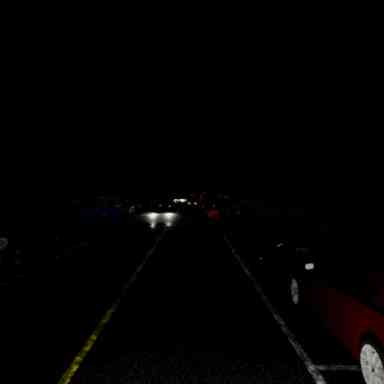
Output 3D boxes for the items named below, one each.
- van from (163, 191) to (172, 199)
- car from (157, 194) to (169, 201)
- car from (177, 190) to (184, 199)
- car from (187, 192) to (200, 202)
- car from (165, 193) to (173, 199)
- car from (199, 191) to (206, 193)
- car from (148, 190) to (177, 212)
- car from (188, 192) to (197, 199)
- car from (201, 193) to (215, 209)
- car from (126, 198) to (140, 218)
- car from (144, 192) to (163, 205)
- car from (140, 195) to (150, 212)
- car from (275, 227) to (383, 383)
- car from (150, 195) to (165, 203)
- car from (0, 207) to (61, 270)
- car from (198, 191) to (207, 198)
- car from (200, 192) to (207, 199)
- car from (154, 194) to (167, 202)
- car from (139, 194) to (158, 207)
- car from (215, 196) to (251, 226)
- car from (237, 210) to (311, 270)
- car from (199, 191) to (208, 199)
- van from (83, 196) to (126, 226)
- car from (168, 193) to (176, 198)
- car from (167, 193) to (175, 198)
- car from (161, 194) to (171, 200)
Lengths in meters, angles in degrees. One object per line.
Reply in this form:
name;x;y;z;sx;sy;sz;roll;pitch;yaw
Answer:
van;-5.711;0.762;78.113;1.690;1.788;3.998;0;0;0
car;-5.718;1.050;66.841;2.008;1.369;4.403;0;0;0
car;-2.946;0.582;76.077;2.150;2.045;5.566;0;0;0
car;0.072;1.143;60.795;1.895;1.301;4.718;0;0;1
car;-5.706;0.910;83.581;1.752;1.417;4.829;0;0;0
car;2.807;1.080;66.841;1.802;1.307;4.206;0;0;0
car;-3.074;0.955;35.030;2.150;2.045;5.566;0;0;0
car;0.056;0.815;78.190;2.033;1.411;5.357;0;0;0
car;2.382;1.208;38.630;1.837;1.490;4.892;0;0;0
car;-5.746;1.314;27.216;1.752;1.417;4.829;0;0;0
car;-5.731;0.936;49.930;2.192;1.841;5.009;0;0;0
car;-5.742;1.296;33.022;2.008;1.369;4.403;0;0;0
car;2.763;1.506;4.843;1.887;1.381;4.507;0;0;0
car;-5.726;1.146;55.569;1.947;1.339;4.313;0;0;0
car;-5.758;1.358;10.476;1.967;1.590;4.097;0;0;0
car;2.822;0.661;89.383;2.192;1.841;5.009;0;0;0
car;2.803;1.121;61.205;1.802;1.307;4.206;0;0;0
car;-5.722;1.105;61.205;1.947;1.339;4.313;0;0;0
car;-5.734;1.103;44.294;1.967;1.590;4.097;0;0;0
car;2.775;1.270;21.750;1.967;1.590;4.097;0;0;0
car;2.767;1.483;10.479;1.947;1.339;4.313;0;0;0
car;2.818;0.698;83.746;2.192;1.841;5.009;0;0;0
van;-5.751;1.171;21.748;1.690;1.788;3.998;0;0;0
car;-5.698;0.876;95.024;1.947;1.339;4.313;0;0;0
car;-5.702;0.928;89.388;1.802;1.307;4.206;0;0;0
car;-5.714;1.041;72.479;1.802;1.307;4.206;0;0;0
